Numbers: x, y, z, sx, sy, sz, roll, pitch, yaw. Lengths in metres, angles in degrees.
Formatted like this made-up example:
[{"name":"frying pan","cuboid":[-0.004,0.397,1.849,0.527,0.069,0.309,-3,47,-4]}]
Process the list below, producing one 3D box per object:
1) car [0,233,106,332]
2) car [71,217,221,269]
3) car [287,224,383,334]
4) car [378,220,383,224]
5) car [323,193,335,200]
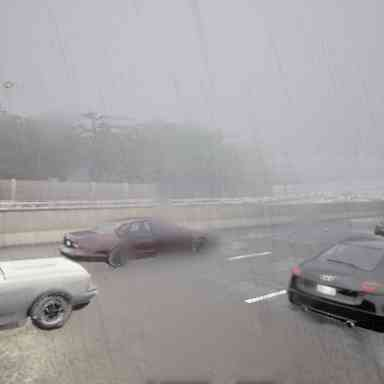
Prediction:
[{"name":"car","cuboid":[-4.008,1.600,5.185,4.718,1.301,1.895,0,0,-35]},{"name":"car","cuboid":[-1.580,1.553,11.212,5.357,1.411,2.033,0,0,-35]},{"name":"car","cuboid":[3.824,1.572,6.588,4.181,1.385,1.994,0,0,-35]},{"name":"car","cuboid":[10.254,1.584,15.314,4.181,1.385,1.994,0,0,-35]},{"name":"car","cuboid":[31.122,0.957,75.513,1.812,1.442,4.674,0,2,37]}]
